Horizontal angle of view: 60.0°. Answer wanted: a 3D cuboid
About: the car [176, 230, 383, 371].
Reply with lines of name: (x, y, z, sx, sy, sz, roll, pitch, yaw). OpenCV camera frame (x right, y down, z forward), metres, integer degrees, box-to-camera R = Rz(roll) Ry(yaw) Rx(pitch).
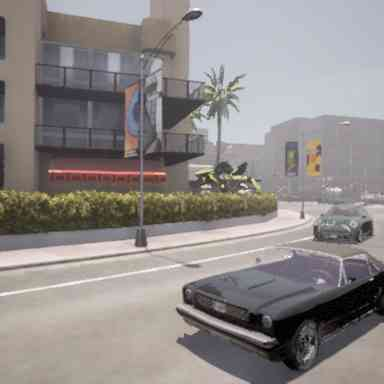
car: (2.030, 1.639, 5.907, 4.718, 1.301, 1.895, 1, 0, -41)

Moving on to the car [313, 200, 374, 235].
car: (7.896, 1.474, 17.150, 2.097, 1.767, 4.553, 0, 0, 38)
